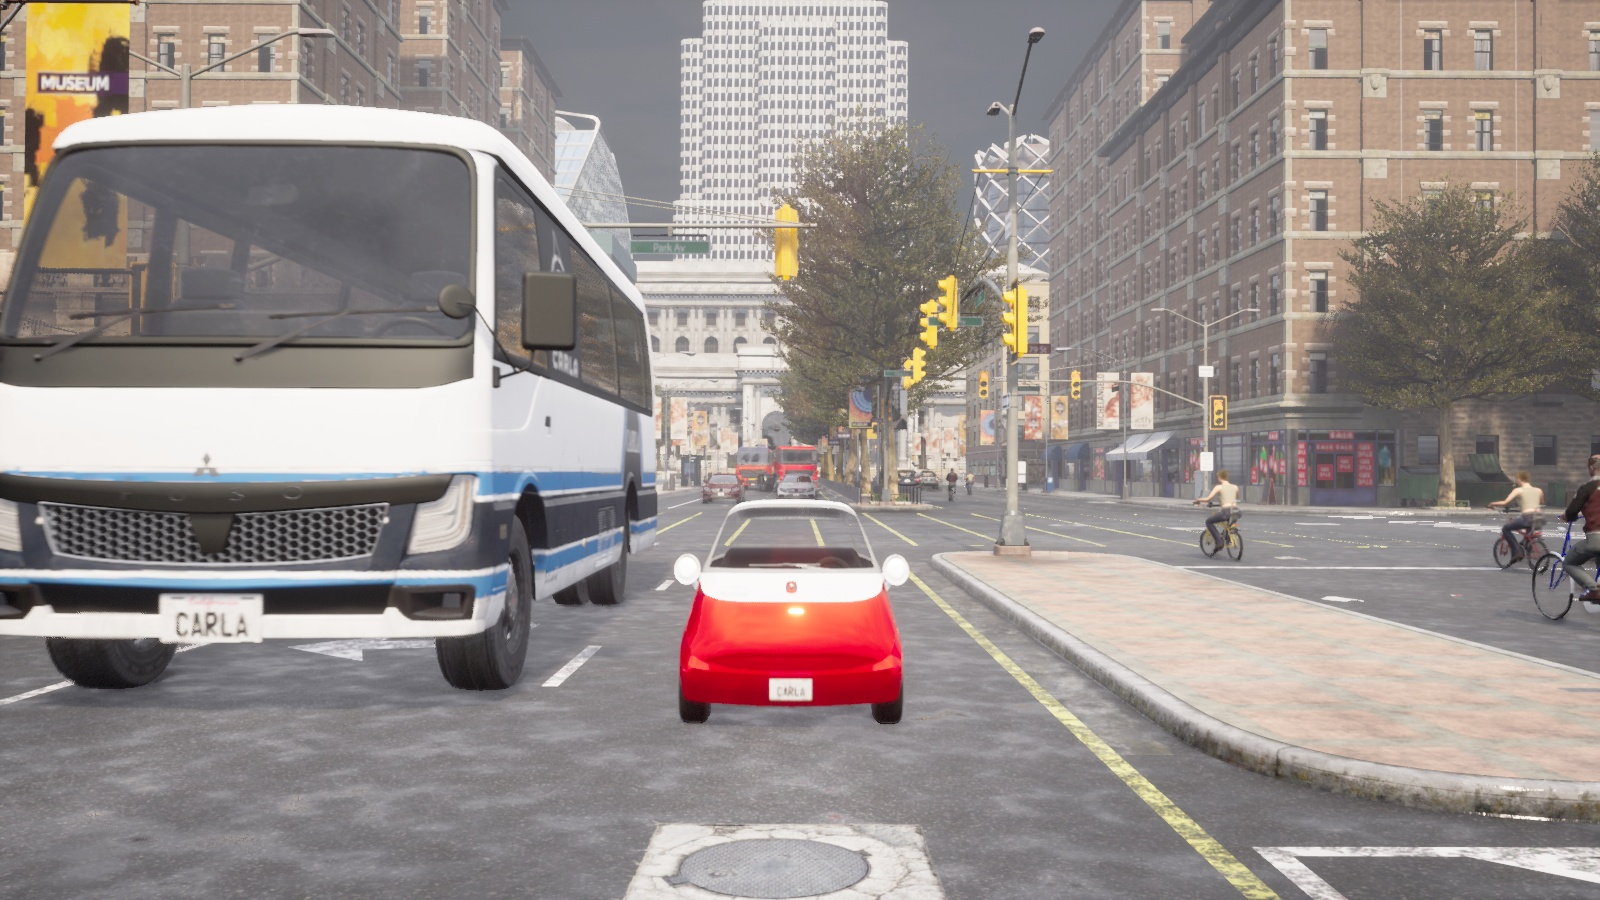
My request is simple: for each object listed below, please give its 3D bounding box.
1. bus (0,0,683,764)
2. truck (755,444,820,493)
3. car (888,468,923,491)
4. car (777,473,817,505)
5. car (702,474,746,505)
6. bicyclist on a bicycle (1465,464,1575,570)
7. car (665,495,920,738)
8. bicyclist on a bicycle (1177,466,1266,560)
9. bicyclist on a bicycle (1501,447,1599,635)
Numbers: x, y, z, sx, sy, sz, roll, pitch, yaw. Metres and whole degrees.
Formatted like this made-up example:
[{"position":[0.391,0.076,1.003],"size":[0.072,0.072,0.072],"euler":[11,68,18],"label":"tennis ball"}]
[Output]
[{"position":[-3.561,-0.348,11.935],"size":[3.944,4.253,10.273],"euler":[0,-1,0],"label":"bus"},{"position":[-1.001,1.388,92.617],"size":[2.891,3.462,7.936],"euler":[0,-1,-15],"label":"truck"},{"position":[7.747,2.180,92.697],"size":[2.242,1.667,4.611],"euler":[0,-1,0],"label":"car"},{"position":[-0.118,1.859,60.803],"size":[1.812,1.442,4.674],"euler":[0,-1,1],"label":"car"},{"position":[-3.653,1.877,61.008],"size":[1.812,1.442,4.674],"euler":[0,-1,1],"label":"car"},{"position":[11.410,1.040,19.950],"size":[0.866,1.612,1.509],"euler":[0,-1,0],"label":"bicyclist on a bicycle"},{"position":[-0.047,1.011,8.421],"size":[1.481,1.376,2.207],"euler":[0,-1,0],"label":"car"},{"position":[7.524,1.098,22.490],"size":[0.866,1.612,1.509],"euler":[-1,-1,-9],"label":"bicyclist on a bicycle"},{"position":[7.942,0.865,12.708],"size":[0.659,1.776,1.843],"euler":[0,0,0],"label":"bicyclist on a bicycle"}]
